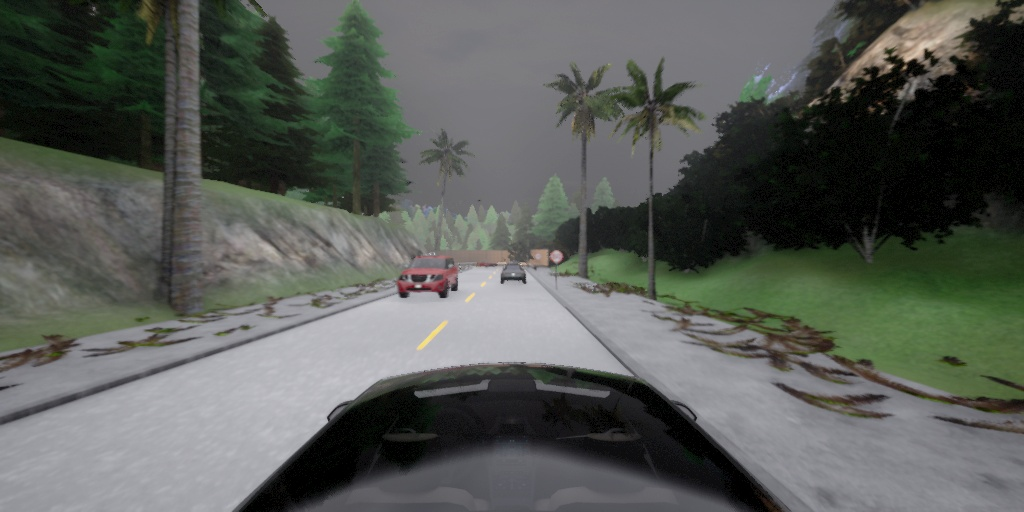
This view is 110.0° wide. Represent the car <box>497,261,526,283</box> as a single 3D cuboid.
[{"bbox_3d":[0.095,1.322,28.231,1.994,1.385,4.181,0,0,0],"label":"car"}]

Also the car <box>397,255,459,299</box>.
[{"bbox_3d":[-4.098,0.979,18.451,2.150,2.045,5.566,0,0,0],"label":"car"}]

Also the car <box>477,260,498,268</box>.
[{"bbox_3d":[-4.160,1.371,60.825,1.895,1.301,4.718,0,0,-31],"label":"car"}]
